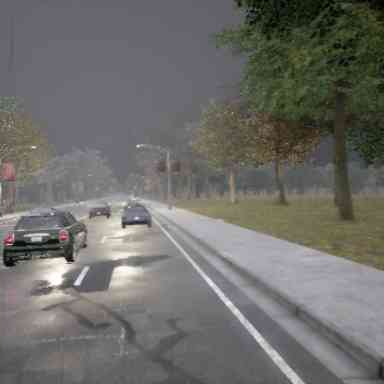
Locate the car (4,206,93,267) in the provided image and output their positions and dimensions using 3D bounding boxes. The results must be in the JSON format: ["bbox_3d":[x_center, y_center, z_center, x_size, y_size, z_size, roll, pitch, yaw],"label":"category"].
[{"bbox_3d":[-5.214,1.495,12.448,2.097,1.767,4.553,-2,0,-10],"label":"car"}]

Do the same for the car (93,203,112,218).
[{"bbox_3d":[-8.838,1.769,32.239,1.812,1.442,4.674,-2,0,-11],"label":"car"}]

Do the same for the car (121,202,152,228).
[{"bbox_3d":[-3.884,1.649,23.194,1.994,1.385,4.181,-2,0,-10],"label":"car"}]

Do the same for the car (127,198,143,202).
[{"bbox_3d":[-7.130,1.538,40.734,2.097,1.767,4.553,-2,0,-10],"label":"car"}]

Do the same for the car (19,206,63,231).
[{"bbox_3d":[-10.893,1.842,24.393,1.812,1.442,4.674,-2,0,-10],"label":"car"}]
